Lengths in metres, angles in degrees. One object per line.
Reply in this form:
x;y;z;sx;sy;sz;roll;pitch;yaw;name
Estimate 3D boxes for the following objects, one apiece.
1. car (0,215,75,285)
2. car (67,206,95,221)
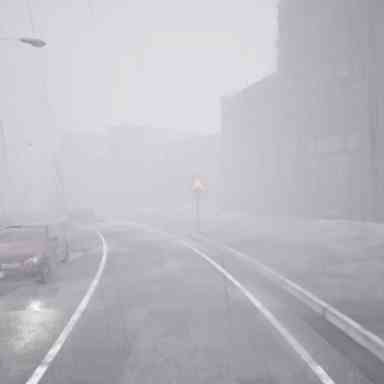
-4.855;1.657;9.820;1.812;1.442;4.674;-1;-1;-11;car
-11.556;2.171;34.590;1.812;1.442;4.674;-3;0;-35;car
